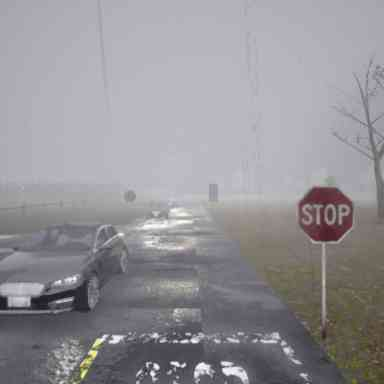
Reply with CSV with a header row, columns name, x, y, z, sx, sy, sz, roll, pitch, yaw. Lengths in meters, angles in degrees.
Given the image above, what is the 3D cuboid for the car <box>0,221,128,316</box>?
name,x,y,z,sx,sy,sz,roll,pitch,yaw
car,-2.762,1.494,7.769,2.128,1.511,4.902,0,0,0

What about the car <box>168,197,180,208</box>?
name,x,y,z,sx,sy,sz,roll,pitch,yaw
car,-2.815,1.489,46.989,2.128,1.511,4.902,0,0,0

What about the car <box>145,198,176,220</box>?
name,x,y,z,sx,sy,sz,roll,pitch,yaw
car,-2.788,1.499,28.197,2.128,1.511,4.902,0,0,0
